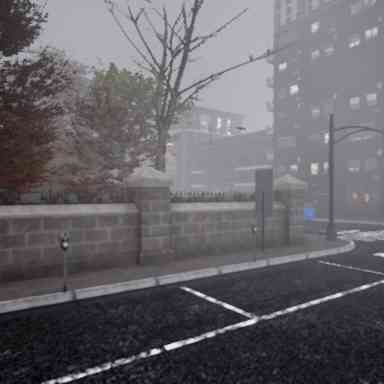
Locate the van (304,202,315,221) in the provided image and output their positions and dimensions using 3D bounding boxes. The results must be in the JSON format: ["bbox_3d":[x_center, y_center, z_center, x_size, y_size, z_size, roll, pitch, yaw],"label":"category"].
[{"bbox_3d":[9.822,1.875,32.127,1.690,1.788,3.998,-1,0,-36],"label":"van"}]
